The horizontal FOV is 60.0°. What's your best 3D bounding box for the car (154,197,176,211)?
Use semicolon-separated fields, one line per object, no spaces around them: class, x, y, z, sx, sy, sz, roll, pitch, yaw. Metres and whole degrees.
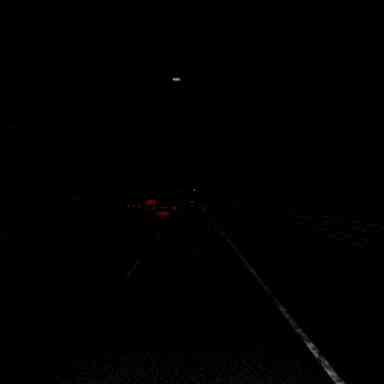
car;-3.498;1.737;43.764;1.837;1.490;4.892;0;0;0

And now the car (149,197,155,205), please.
car;-6.958;1.670;58.342;2.097;1.767;4.553;0;0;1

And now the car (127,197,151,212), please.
car;-7.001;1.772;42.603;2.033;1.411;5.357;0;0;0

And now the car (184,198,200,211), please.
car;0.001;1.798;44.270;1.994;1.385;4.181;0;0;0

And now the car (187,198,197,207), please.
car;0.034;1.843;58.268;1.812;1.442;4.674;0;0;1

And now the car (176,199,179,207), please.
car;-3.456;1.817;59.833;2.128;1.511;4.902;0;0;0
